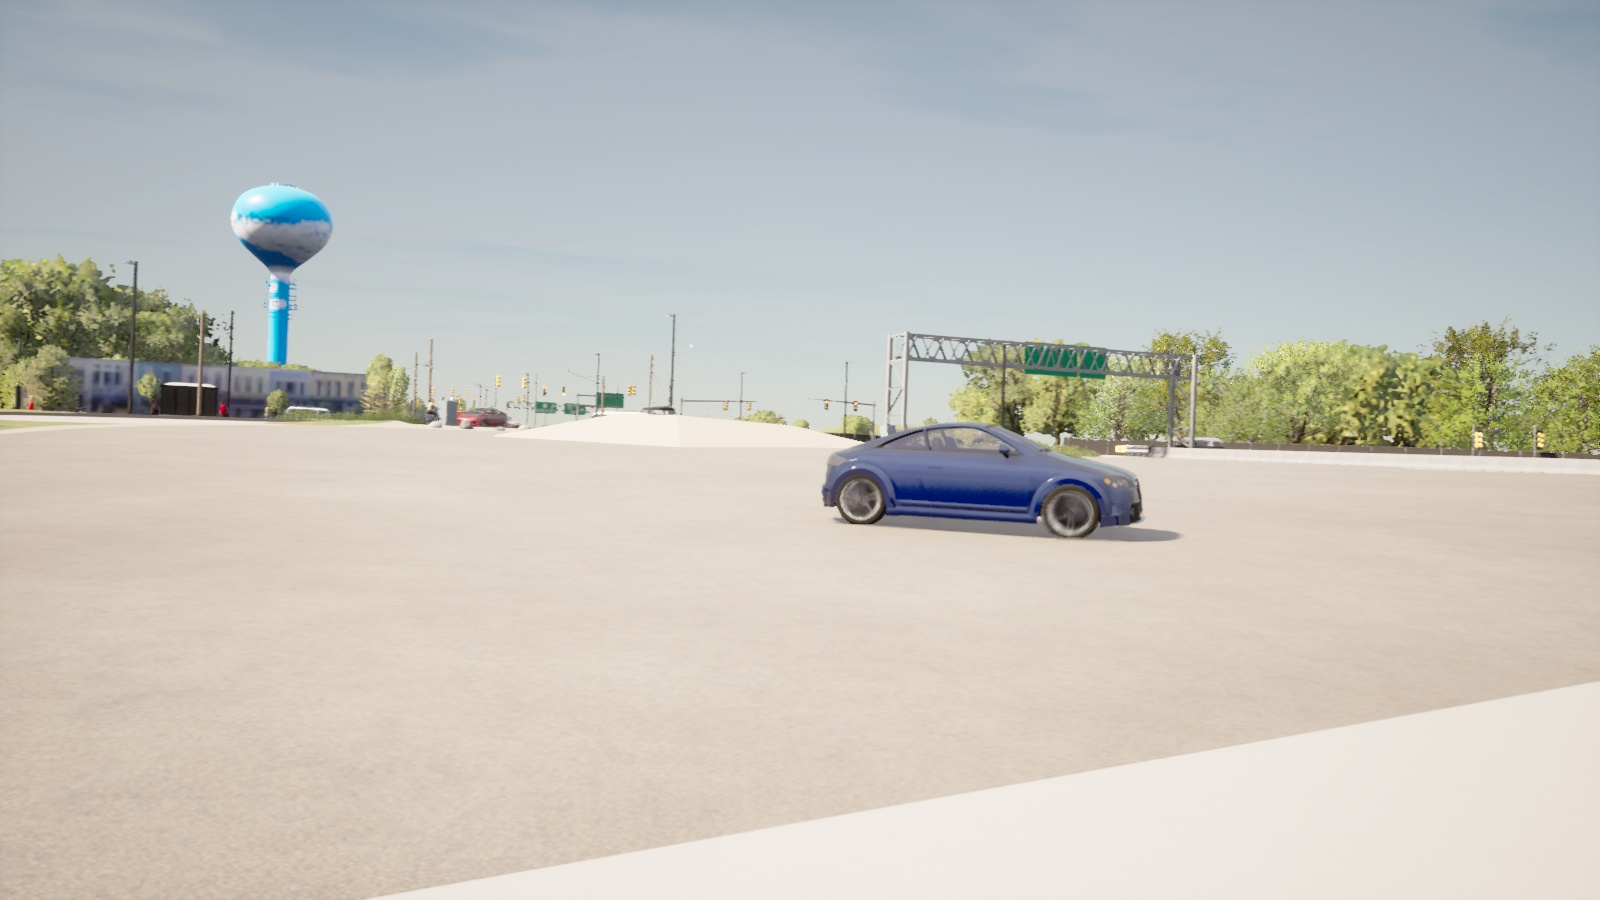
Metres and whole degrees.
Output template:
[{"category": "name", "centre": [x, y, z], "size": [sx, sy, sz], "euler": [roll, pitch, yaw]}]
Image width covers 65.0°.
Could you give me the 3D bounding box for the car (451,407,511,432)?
[{"category": "car", "centre": [-21.918, -2.074, 86.461], "size": [2.007, 1.525, 4.514], "euler": [1, 0, 16]}]

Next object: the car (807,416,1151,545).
[{"category": "car", "centre": [2.402, 0.325, 16.568], "size": [4.181, 1.385, 1.994], "euler": [3, 2, 18]}]

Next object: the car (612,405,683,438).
[{"category": "car", "centre": [-9.395, -1.733, 77.323], "size": [3.866, 1.878, 1.905], "euler": [1, 1, -36]}]
